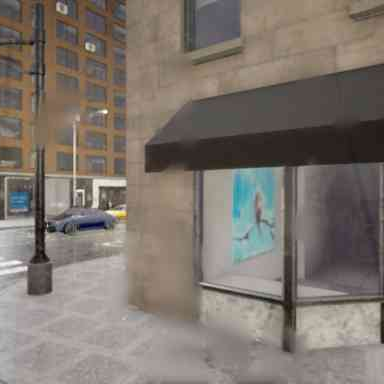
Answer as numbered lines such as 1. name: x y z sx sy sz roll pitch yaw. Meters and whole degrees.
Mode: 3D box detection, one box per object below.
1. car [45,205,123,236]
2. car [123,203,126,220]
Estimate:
1. car: -6.303 1.571 18.739 1.994 1.385 4.181 0 0 36
2. car: -5.038 1.539 24.796 1.752 1.417 4.829 0 0 36
